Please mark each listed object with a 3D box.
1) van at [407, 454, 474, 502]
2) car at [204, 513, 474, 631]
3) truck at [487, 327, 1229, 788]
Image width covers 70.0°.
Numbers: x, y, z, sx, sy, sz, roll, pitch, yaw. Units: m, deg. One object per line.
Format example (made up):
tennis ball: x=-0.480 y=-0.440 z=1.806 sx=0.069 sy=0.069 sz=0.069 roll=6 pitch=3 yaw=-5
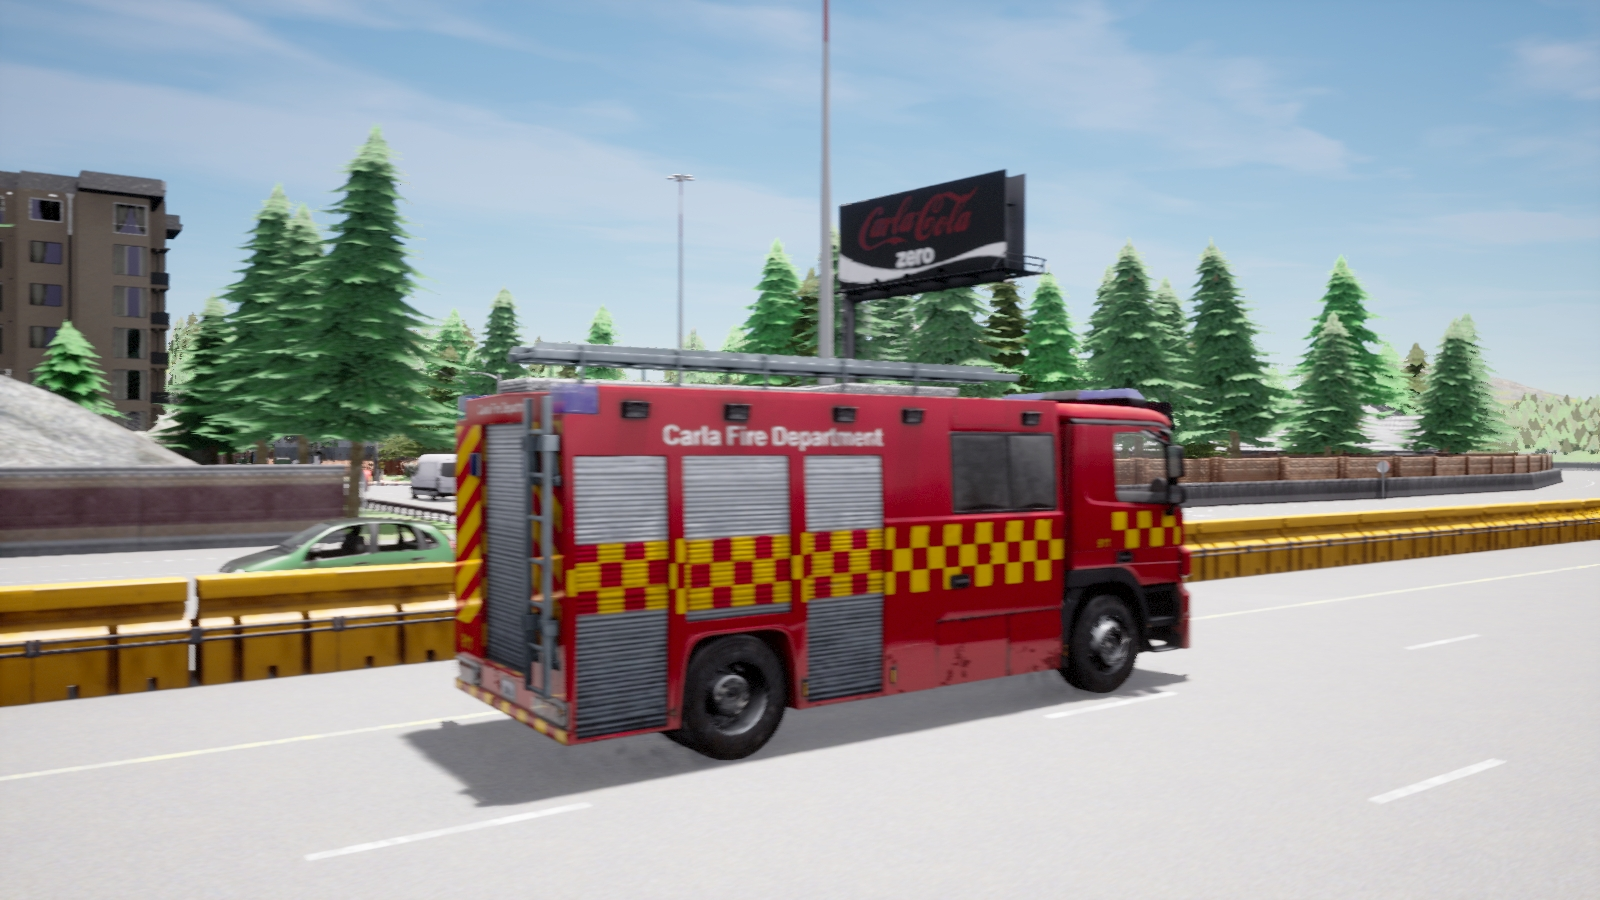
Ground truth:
van: x=-20.297 y=1.522 z=64.304 sx=1.988 sy=2.561 sz=5.915 roll=0 pitch=0 yaw=-34
car: x=-7.881 y=2.001 z=19.646 sx=3.988 sy=1.617 sz=1.851 roll=0 pitch=0 yaw=-35
truck: x=1.062 y=0.895 z=13.075 sx=8.468 sy=3.827 sz=2.891 roll=0 pitch=0 yaw=-35
